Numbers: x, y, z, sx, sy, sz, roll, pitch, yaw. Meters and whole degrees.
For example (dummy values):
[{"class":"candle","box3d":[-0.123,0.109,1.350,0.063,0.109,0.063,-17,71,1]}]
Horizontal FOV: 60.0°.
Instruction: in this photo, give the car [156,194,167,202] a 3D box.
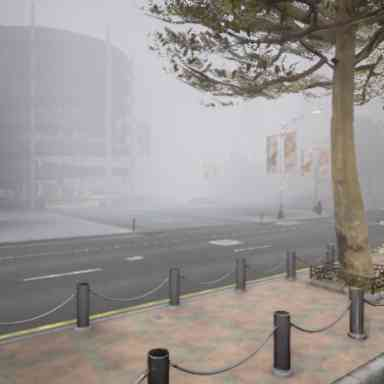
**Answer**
[{"class":"car","box3d":[-8.725,1.485,74.065,4.902,1.511,2.128,0,0,30]}]

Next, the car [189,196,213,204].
[{"class":"car","box3d":[1.232,1.533,61.146,1.994,1.385,4.181,0,0,-38]}]

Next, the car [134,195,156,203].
[{"class":"car","box3d":[-10.829,1.435,71.204,5.008,1.535,1.882,0,0,26]}]

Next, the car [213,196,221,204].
[{"class":"car","box3d":[3.507,1.458,64.102,2.128,1.511,4.902,0,0,-38]}]

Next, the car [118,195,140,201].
[{"class":"car","box3d":[-15.092,1.419,80.210,4.892,1.490,1.837,0,0,12]}]

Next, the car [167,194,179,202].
[{"class":"car","box3d":[-5.845,1.321,76.509,4.553,1.767,2.097,0,0,26]}]

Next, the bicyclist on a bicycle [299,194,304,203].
[{"class":"bicyclist on a bicycle","box3d":[21.150,1.255,64.448,1.656,1.620,0.582,0,0,-36]}]

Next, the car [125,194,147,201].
[{"class":"car","box3d":[-14.134,1.385,83.576,5.008,1.535,1.882,0,0,12]}]

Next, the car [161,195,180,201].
[{"class":"car","box3d":[-5.104,1.516,80.065,4.181,1.385,1.994,0,0,26]}]
